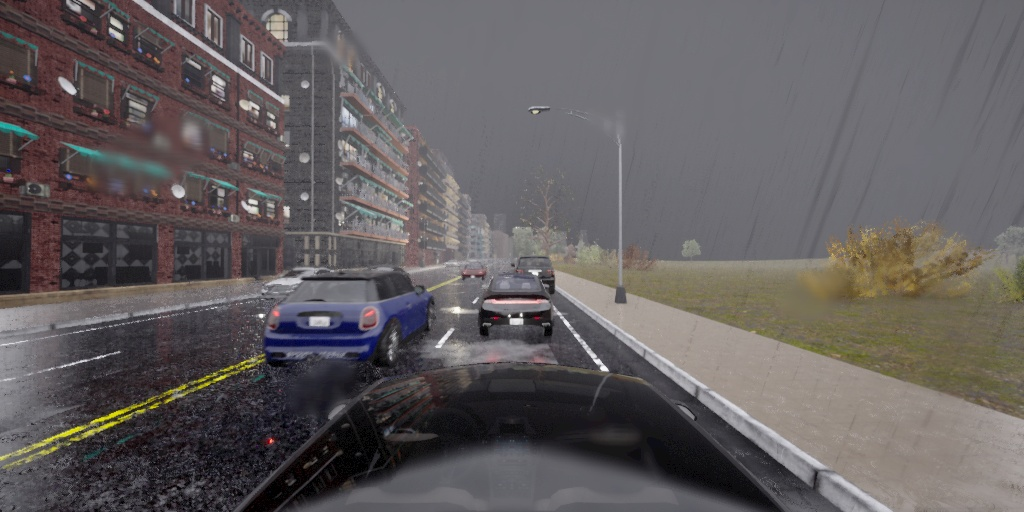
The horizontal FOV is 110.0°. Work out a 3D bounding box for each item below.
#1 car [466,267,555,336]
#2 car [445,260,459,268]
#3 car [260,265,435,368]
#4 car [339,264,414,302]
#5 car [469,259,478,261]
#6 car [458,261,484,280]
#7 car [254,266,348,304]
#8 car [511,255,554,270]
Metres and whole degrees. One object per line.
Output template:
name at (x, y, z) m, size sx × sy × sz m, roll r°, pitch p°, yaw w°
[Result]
car at (0.098, 1.241, 10.377) m, size 2.128 × 1.511 × 4.902 m, roll 0°, pitch 0°, yaw 0°
car at (-9.847, 1.337, 59.465) m, size 1.895 × 1.301 × 4.718 m, roll 0°, pitch 0°, yaw 0°
car at (-3.152, 1.101, 8.000) m, size 2.097 × 1.767 × 4.553 m, roll 0°, pitch 0°, yaw 0°
car at (-6.603, 1.226, 18.137) m, size 1.882 × 1.535 × 5.008 m, roll 0°, pitch 0°, yaw 0°
car at (-6.590, 1.261, 61.203) m, size 1.812 × 1.442 × 4.674 m, roll 0°, pitch 0°, yaw 0°
car at (-3.155, 1.346, 30.832) m, size 1.895 × 1.301 × 4.718 m, roll 0°, pitch 0°, yaw -1°
car at (-9.841, 1.274, 17.255) m, size 1.812 × 1.442 × 4.674 m, roll 0°, pitch 0°, yaw 0°
car at (1.133, 0.973, 20.247) m, size 2.150 × 2.045 × 5.566 m, roll 0°, pitch 0°, yaw 0°
